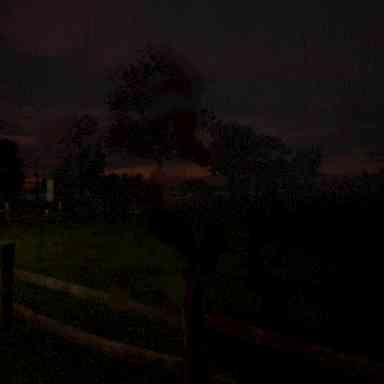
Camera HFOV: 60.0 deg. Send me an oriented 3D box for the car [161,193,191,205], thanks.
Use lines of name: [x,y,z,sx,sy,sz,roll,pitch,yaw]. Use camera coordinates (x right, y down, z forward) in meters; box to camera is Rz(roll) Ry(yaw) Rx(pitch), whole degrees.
car: [-2.123,0.942,44.200,1.882,1.535,5.008,0,1,37]

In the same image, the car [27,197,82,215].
car: [-12.410,1.265,30.351,1.837,1.490,4.892,0,1,37]
